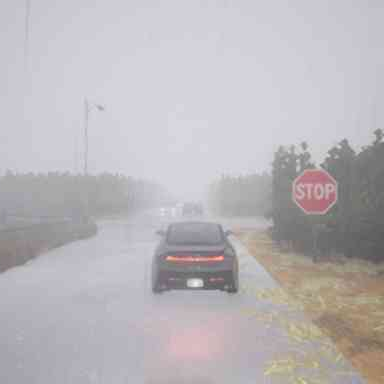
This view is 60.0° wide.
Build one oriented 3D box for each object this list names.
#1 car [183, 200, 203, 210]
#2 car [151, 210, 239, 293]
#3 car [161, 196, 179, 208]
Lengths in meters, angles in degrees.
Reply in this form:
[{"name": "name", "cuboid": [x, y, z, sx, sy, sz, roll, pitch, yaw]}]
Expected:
[{"name": "car", "cuboid": [0.096, 1.496, 33.552, 1.895, 1.301, 4.718, 0, 0, 0]}, {"name": "car", "cuboid": [0.074, 1.446, 8.660, 1.837, 1.490, 4.892, 0, 0, 0]}, {"name": "car", "cuboid": [-3.187, 1.374, 45.488, 1.837, 1.490, 4.892, 0, 0, 0]}]
